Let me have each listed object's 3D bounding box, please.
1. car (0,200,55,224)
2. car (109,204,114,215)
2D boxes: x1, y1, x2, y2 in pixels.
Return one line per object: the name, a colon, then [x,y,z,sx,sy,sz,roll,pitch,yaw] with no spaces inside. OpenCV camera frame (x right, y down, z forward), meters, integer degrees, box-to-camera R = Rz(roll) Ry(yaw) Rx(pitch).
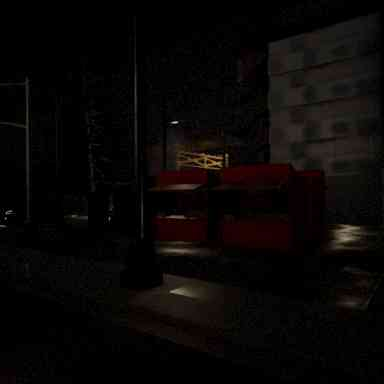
car: [-12.861,1.490,26.262,2.097,1.767,4.553,-1,-1,36]
car: [-7.147,1.663,34.109,1.812,1.442,4.674,-1,-1,36]
